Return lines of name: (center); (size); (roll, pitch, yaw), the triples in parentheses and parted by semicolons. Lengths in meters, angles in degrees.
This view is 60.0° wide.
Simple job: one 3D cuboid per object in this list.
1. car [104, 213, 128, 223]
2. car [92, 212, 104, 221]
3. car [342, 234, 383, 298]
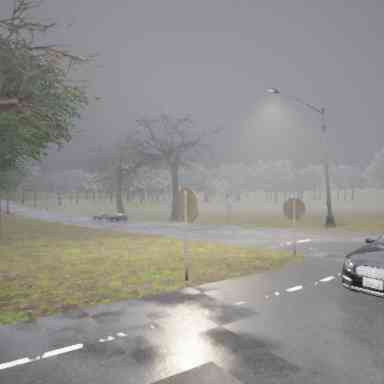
car: (-12.100, 4.128, 53.912); (1.882, 1.535, 5.008); (-1, -2, -34)
car: (-16.843, 4.502, 60.820); (1.837, 1.490, 4.892); (-1, -1, -34)
car: (5.459, 1.530, 7.770); (4.902, 1.511, 2.128); (1, -1, -35)
